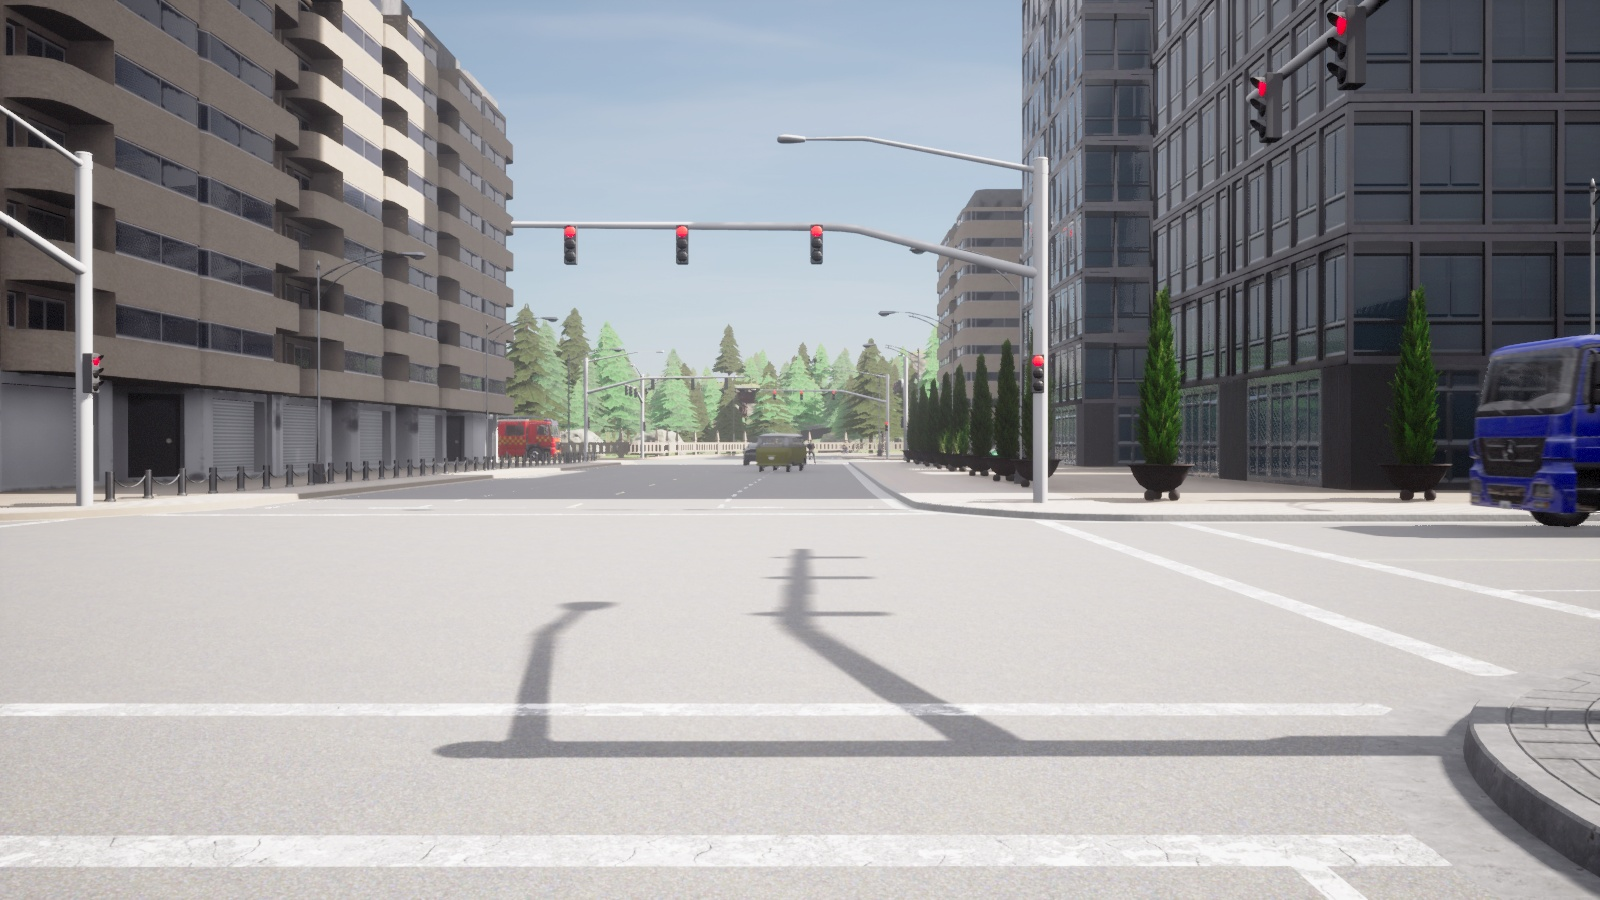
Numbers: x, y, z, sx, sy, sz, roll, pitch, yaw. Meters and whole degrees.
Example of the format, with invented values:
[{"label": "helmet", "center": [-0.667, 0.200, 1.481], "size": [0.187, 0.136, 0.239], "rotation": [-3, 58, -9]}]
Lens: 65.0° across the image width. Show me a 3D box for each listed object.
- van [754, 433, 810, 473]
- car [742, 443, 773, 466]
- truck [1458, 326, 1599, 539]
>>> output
[{"label": "van", "center": [-0.881, 0.128, 65.632], "size": [1.775, 1.987, 4.442], "rotation": [0, 0, 15]}, {"label": "car", "center": [-2.794, 0.274, 84.086], "size": [1.837, 1.490, 4.892], "rotation": [0, 0, 1]}, {"label": "truck", "center": [16.147, -0.290, 21.767], "size": [7.936, 3.462, 2.891], "rotation": [0, 0, 1]}]
